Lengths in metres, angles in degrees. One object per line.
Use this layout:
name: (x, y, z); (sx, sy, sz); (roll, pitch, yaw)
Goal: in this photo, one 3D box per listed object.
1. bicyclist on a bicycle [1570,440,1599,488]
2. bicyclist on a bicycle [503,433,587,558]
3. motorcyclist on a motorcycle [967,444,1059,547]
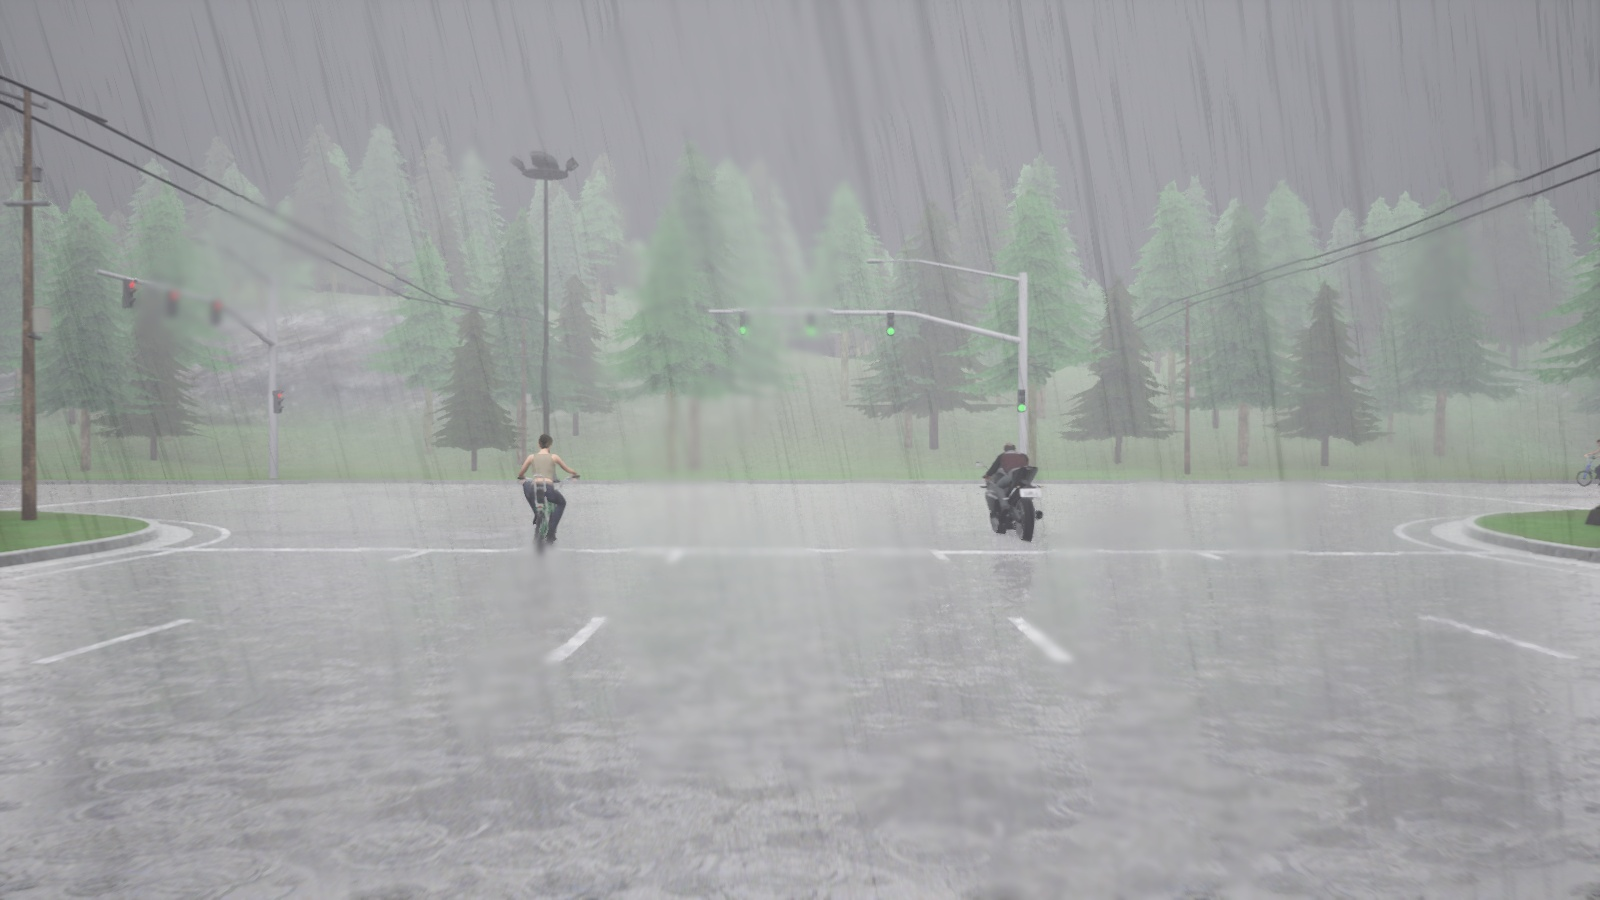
bicyclist on a bicycle: (26.894, 0.467, 42.214); (1.509, 1.612, 0.866); (0, 0, 1)
bicyclist on a bicycle: (-3.443, 0.584, 17.063); (0.866, 1.612, 1.509); (-1, 0, -2)
motorcyclist on a motorcycle: (3.345, 0.672, 19.950); (0.866, 1.530, 2.191); (0, 0, -6)
